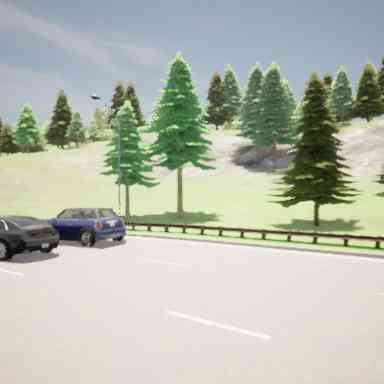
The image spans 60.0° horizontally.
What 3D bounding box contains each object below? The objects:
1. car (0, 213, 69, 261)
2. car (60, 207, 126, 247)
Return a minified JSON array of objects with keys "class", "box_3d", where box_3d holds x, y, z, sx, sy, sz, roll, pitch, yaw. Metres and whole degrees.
[{"class":"car","box_3d":[-7.320,1.652,12.920,4.892,1.490,1.837,0,0,28]},{"class":"car","box_3d":[-5.437,1.498,15.870,4.553,1.767,2.097,-1,0,29]}]
